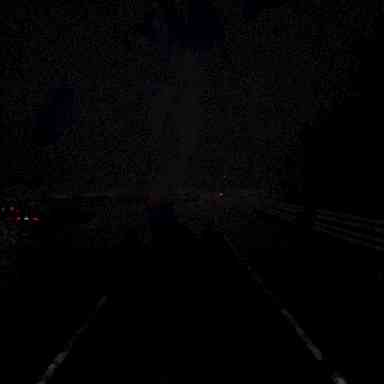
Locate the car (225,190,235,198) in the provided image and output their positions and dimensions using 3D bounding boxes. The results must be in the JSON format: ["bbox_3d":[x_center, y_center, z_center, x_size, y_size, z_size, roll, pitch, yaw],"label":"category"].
[{"bbox_3d":[11.523,0.497,92.721,2.150,2.045,5.566,0,0,18],"label":"car"}]

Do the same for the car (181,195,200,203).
[{"bbox_3d":[0.177,1.191,58.600,1.994,1.385,4.181,0,0,18],"label":"car"}]

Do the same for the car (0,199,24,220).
[{"bbox_3d":[-13.803,1.336,27.662,2.097,1.767,4.553,0,1,18],"label":"car"}]

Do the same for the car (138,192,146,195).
[{"bbox_3d":[-13.971,0.798,93.701,2.097,1.767,4.553,0,0,18],"label":"car"}]

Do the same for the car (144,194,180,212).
[{"bbox_3d":[-3.359,1.309,36.882,1.882,1.535,5.008,0,0,18],"label":"car"}]

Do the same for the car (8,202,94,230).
[{"bbox_3d":[-8.566,1.548,21.224,2.033,1.411,5.357,0,1,18],"label":"car"}]

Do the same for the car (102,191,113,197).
[{"bbox_3d":[-18.987,0.827,78.620,2.150,2.045,5.566,0,0,18],"label":"car"}]

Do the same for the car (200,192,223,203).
[{"bbox_3d":[3.501,1.090,57.508,1.882,1.535,5.008,0,0,18],"label":"car"}]

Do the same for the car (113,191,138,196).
[{"bbox_3d":[-15.570,0.809,77.805,2.150,2.045,5.566,0,0,18],"label":"car"}]

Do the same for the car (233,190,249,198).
[{"bbox_3d":[12.304,0.884,83.978,1.994,1.385,4.181,0,0,18],"label":"car"}]

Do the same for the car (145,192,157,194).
[{"bbox_3d":[-10.561,0.978,92.859,1.994,1.385,4.181,0,0,18],"label":"car"}]

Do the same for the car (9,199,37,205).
[{"bbox_3d":[-10.941,1.486,25.176,1.837,1.490,4.892,0,1,18],"label":"car"}]
